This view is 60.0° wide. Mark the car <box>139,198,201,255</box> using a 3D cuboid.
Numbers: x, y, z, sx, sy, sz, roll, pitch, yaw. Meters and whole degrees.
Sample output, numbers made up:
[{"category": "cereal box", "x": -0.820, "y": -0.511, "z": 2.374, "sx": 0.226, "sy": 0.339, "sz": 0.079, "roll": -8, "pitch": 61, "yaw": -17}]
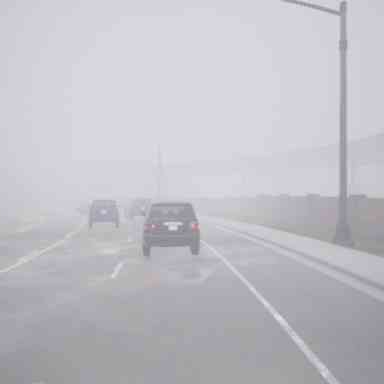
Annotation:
[{"category": "car", "x": -1.008, "y": 1.382, "z": 14.235, "sx": 2.150, "sy": 2.045, "sz": 5.566, "roll": 0, "pitch": -1, "yaw": -8}]

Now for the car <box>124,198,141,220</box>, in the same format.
[{"category": "car", "x": -5.317, "y": 1.636, "z": 32.812, "sx": 2.150, "sy": 2.045, "sz": 5.566, "roll": 0, "pitch": -1, "yaw": -19}]

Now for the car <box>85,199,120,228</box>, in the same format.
[{"category": "car", "x": -6.736, "y": 1.561, "z": 25.523, "sx": 2.150, "sy": 2.045, "sz": 5.566, "roll": 0, "pitch": -1, "yaw": -14}]

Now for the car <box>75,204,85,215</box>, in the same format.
[{"category": "car", "x": -13.487, "y": 2.167, "z": 42.150, "sx": 1.994, "sy": 1.385, "sz": 4.181, "roll": 0, "pitch": -1, "yaw": -30}]
